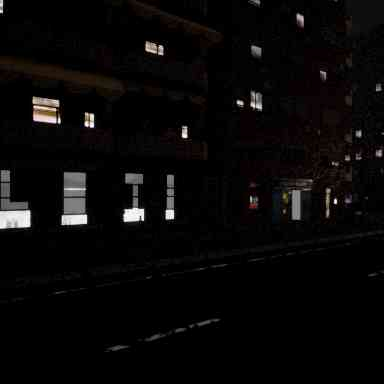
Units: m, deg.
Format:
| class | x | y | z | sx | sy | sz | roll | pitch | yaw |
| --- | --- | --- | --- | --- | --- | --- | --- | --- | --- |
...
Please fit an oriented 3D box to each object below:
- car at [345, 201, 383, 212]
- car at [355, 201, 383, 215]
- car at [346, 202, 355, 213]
| class | x | y | z | sx | sy | sz | roll | pitch | yaw |
| --- | --- | --- | --- | --- | --- | --- | --- | --- | --- |
| car | 22.465 | 1.856 | 43.431 | 1.802 | 1.307 | 4.206 | -1 | 0 | -36 |
| car | 19.702 | 1.727 | 37.239 | 2.128 | 1.511 | 4.902 | 0 | -1 | -35 |
| car | 15.476 | 1.595 | 38.332 | 2.192 | 1.841 | 5.009 | -1 | 0 | -36 |
